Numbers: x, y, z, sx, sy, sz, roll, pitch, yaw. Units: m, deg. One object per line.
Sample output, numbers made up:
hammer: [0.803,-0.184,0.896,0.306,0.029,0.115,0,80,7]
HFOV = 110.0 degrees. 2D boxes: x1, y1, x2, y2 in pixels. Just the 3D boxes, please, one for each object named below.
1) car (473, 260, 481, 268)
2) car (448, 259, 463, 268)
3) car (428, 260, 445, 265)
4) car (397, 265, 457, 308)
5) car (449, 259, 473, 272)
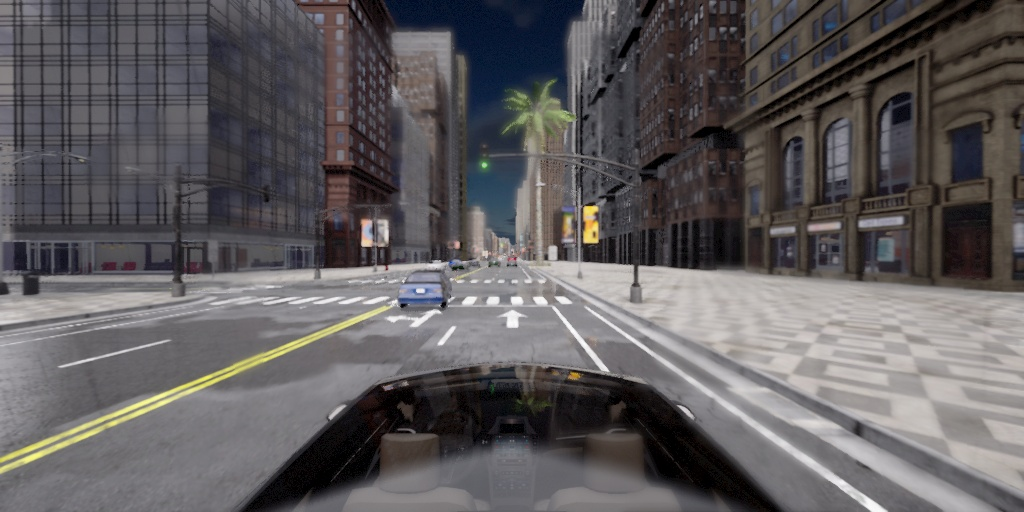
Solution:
car: [-6.519,1.363,61.594,1.994,1.385,4.181,0,0,1]
car: [-9.763,1.279,62.373,1.882,1.535,5.008,0,0,0]
car: [-9.814,1.301,46.470,1.812,1.442,4.674,0,0,0]
car: [-3.591,1.301,15.357,2.033,1.411,5.357,0,0,-7]
car: [-6.566,1.375,46.035,1.895,1.301,4.718,0,0,0]
